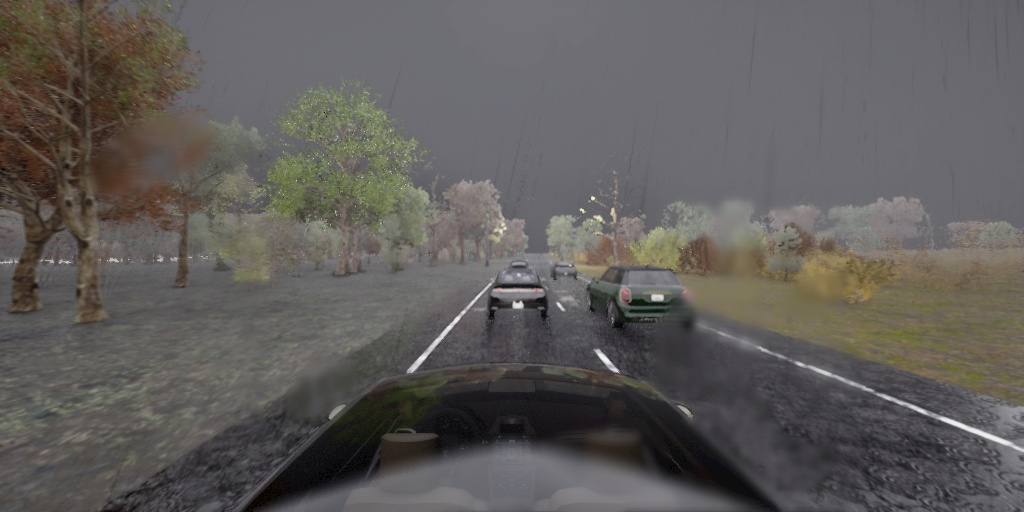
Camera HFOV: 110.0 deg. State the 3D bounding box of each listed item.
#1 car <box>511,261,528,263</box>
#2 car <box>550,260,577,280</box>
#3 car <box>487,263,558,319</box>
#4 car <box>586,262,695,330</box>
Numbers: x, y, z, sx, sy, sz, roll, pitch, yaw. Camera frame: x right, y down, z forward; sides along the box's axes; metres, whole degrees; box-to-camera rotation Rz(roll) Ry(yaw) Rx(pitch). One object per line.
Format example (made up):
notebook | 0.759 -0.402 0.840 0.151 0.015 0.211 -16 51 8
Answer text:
car | 0.579 1.105 29.045 1.837 1.490 4.892 0 0 2
car | 4.079 1.094 28.971 2.128 1.511 4.902 0 0 2
car | 0.201 1.182 12.559 2.128 1.511 4.902 0 0 1
car | 3.686 1.053 11.135 2.097 1.767 4.553 0 0 1
